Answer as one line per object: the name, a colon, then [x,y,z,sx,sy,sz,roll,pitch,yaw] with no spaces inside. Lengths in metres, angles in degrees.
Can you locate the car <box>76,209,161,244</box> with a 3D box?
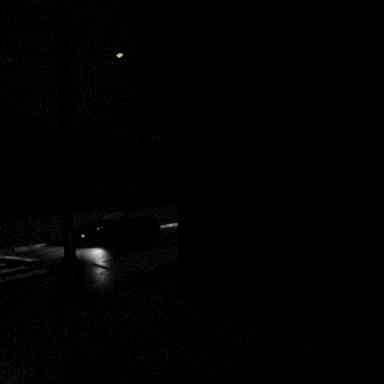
car: [-3.421,1.576,16.276,1.812,1.442,4.674,-4,-1,34]
